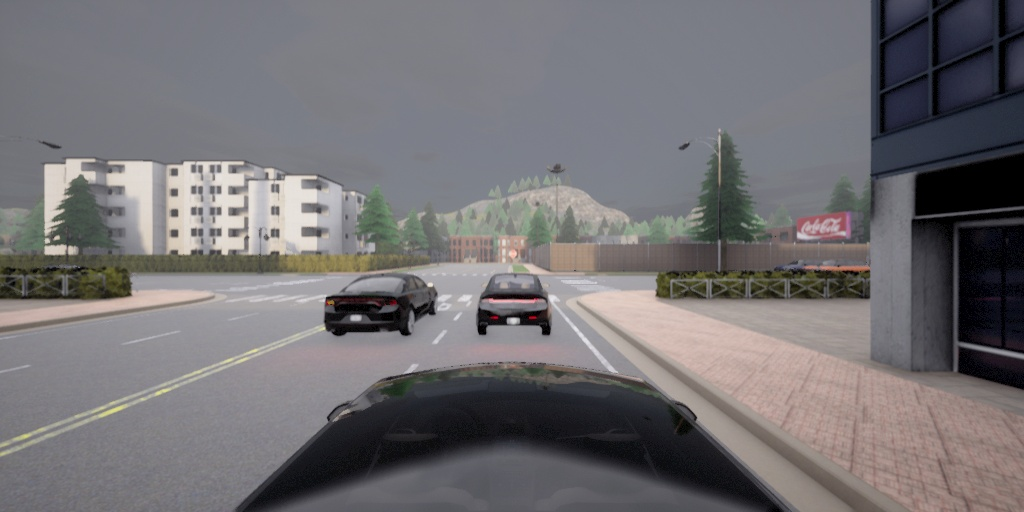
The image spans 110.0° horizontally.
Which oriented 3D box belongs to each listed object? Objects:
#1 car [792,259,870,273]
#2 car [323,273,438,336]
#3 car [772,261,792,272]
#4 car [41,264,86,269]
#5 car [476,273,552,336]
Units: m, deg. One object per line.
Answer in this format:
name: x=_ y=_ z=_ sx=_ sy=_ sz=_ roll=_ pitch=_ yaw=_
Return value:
car: x=25.701 y=1.058 z=28.678 sx=4.553 sy=1.767 sz=2.097 roll=0 pitch=0 yaw=1
car: x=-3.457 y=1.214 z=10.383 sx=1.882 sy=1.535 sz=5.008 roll=0 pitch=0 yaw=0
car: x=26.021 y=1.052 z=32.175 sx=4.553 sy=1.767 sz=2.097 roll=0 pitch=0 yaw=1
car: x=-31.093 y=1.278 z=25.039 sx=4.181 sy=1.385 sz=1.994 roll=0 pitch=0 yaw=0
car: x=0.093 y=1.228 z=10.387 sx=2.128 sy=1.511 sz=4.902 roll=0 pitch=0 yaw=1
